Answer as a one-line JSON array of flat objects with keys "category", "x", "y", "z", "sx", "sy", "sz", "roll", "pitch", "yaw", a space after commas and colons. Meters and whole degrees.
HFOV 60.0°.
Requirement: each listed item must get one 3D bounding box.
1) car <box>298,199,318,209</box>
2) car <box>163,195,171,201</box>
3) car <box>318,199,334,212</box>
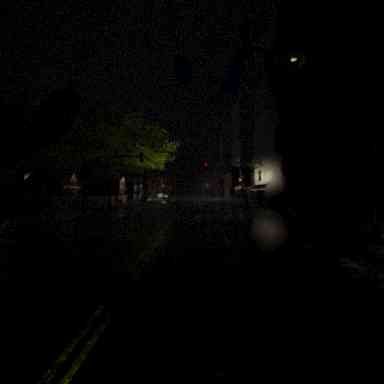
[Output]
[{"category": "car", "x": 16.372, "y": 1.559, "z": 44.151, "sx": 4.313, "sy": 1.339, "sz": 1.947, "roll": 0, "pitch": 0, "yaw": 0}, {"category": "car", "x": -6.511, "y": 1.497, "z": 86.613, "sx": 2.128, "sy": 1.511, "sz": 4.902, "roll": 0, "pitch": 0, "yaw": 0}, {"category": "car", "x": 16.378, "y": 1.531, "z": 36.125, "sx": 4.206, "sy": 1.307, "sz": 1.802, "roll": 0, "pitch": 0, "yaw": 0}]
